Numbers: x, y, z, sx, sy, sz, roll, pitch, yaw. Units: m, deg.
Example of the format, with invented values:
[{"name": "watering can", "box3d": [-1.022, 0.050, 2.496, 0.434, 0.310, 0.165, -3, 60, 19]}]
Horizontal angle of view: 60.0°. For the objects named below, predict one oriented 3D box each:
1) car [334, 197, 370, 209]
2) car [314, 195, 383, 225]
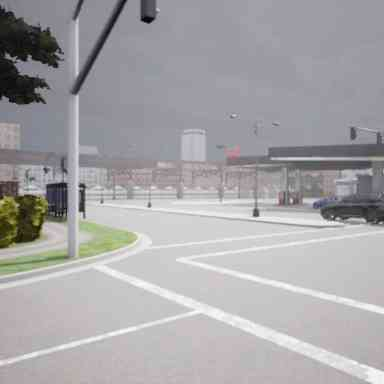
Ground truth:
[{"name": "car", "box3d": [21.215, 1.451, 44.280, 1.970, 1.475, 3.806, 0, 0, -35]}, {"name": "car", "box3d": [12.298, 1.219, 24.479, 2.150, 2.045, 5.566, 0, 0, -34]}]
